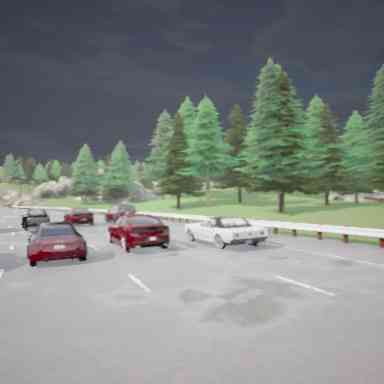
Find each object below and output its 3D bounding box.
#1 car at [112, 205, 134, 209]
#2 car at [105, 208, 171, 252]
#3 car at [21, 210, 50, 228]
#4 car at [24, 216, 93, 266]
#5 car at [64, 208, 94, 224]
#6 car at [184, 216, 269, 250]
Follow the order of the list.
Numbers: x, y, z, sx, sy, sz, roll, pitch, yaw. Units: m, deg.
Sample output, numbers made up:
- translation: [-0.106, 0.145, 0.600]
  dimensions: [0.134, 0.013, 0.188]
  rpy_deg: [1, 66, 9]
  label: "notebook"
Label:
- translation: [-6.422, 1.933, 30.141]
  dimensions: [2.097, 1.767, 4.553]
  rpy_deg: [-1, -1, -30]
  label: "car"
- translation: [-2.621, 1.758, 15.527]
  dimensions: [1.882, 1.535, 5.008]
  rpy_deg: [-1, 0, -25]
  label: "car"
- translation: [-12.597, 2.206, 26.856]
  dimensions: [2.128, 1.511, 4.902]
  rpy_deg: [-1, -1, -30]
  label: "car"
- translation: [-5.382, 1.894, 13.189]
  dimensions: [1.994, 1.385, 4.181]
  rpy_deg: [-1, -1, -25]
  label: "car"
- translation: [-10.120, 2.157, 29.572]
  dimensions: [1.882, 1.535, 5.008]
  rpy_deg: [-1, -1, -30]
  label: "car"
- translation: [1.340, 1.766, 15.345]
  dimensions: [1.895, 1.301, 4.718]
  rpy_deg: [-1, -1, -25]
  label: "car"
